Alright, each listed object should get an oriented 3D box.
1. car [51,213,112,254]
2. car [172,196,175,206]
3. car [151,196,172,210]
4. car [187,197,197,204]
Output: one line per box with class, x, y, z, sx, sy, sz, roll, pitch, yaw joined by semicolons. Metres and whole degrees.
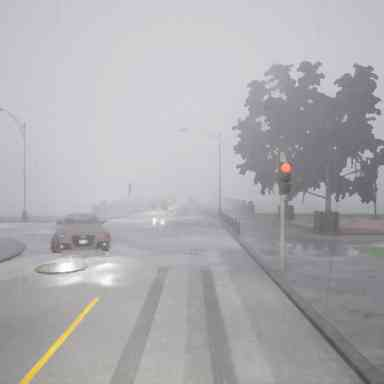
car;-4.469;1.564;13.549;1.994;1.385;4.181;0;0;-20
car;-4.048;1.477;51.771;1.882;1.535;5.008;0;0;0
car;-4.063;1.491;42.224;2.128;1.511;4.902;0;0;0
car;0.054;1.547;61.659;2.033;1.411;5.357;0;0;0
